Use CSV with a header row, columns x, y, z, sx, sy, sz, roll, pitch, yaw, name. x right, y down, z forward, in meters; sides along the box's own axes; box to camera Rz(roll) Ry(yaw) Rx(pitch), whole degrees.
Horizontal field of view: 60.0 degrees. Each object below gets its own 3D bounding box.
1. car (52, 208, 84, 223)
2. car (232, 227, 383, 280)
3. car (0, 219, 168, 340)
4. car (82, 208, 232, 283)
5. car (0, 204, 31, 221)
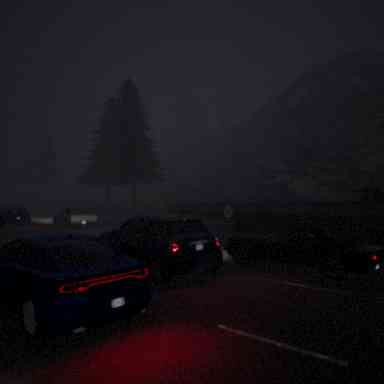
x,y,z,sx,sy,sz,roll,pitch,yaw,name
-8.863,1.813,24.742,1.895,1.301,4.718,1,0,-39,car
3.353,1.749,10.504,4.718,1.301,1.895,-1,-1,41,car
-2.919,1.572,6.896,5.008,1.535,1.882,0,-1,44,car
-1.282,1.493,10.280,2.097,1.767,4.553,1,-1,-44,car
-13.629,1.653,25.095,1.882,1.535,5.008,1,0,-39,car
